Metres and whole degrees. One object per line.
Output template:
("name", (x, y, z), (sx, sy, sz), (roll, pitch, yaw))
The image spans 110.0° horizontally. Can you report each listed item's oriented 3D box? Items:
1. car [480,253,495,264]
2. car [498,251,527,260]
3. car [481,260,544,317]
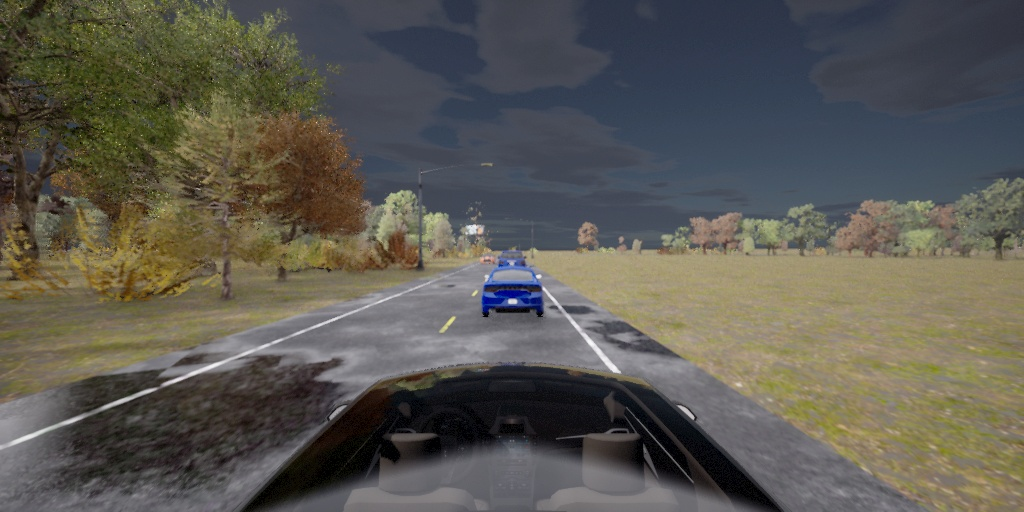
("car", (-3.668, 0.378, 54.918), (2.097, 1.767, 4.553), (0, 1, 0))
("car", (0.013, 0.598, 29.273), (2.150, 2.045, 5.566), (0, 1, 0))
("car", (0.030, 1.080, 12.509), (1.882, 1.535, 5.008), (0, 1, 0))
